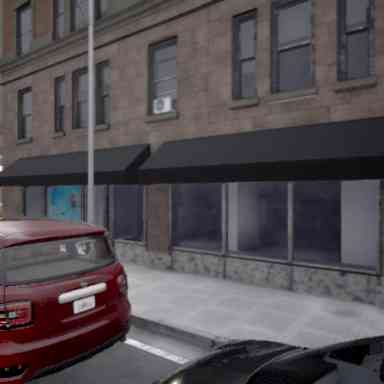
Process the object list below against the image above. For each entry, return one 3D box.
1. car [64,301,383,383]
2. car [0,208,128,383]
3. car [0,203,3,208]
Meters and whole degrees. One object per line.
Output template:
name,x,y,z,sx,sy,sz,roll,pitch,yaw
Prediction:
car,1.484,1.566,1.751,4.313,1.339,1.947,0,0,36
car,-3.124,1.318,5.041,5.009,1.841,2.192,0,0,36
car,-16.098,1.580,29.472,1.882,1.535,5.008,0,0,35
